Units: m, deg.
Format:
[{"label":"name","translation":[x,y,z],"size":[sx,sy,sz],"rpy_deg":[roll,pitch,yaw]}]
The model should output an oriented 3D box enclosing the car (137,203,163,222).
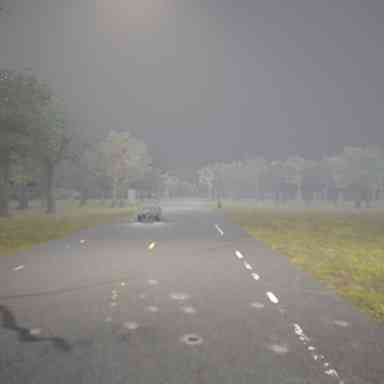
[{"label":"car","translation":[-3.600,1.758,29.082],"size":[1.837,1.490,4.892],"rpy_deg":[0,-1,0]}]
